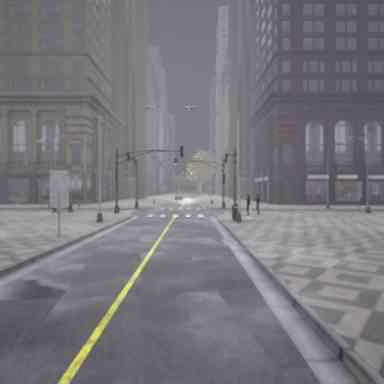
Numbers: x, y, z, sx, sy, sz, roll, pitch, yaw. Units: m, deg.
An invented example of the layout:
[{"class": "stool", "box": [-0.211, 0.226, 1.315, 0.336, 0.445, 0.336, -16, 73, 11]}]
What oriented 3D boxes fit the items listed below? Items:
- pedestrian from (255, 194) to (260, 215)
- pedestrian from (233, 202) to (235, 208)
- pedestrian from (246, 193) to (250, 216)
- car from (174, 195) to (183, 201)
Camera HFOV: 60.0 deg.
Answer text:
[{"class": "pedestrian", "box": [5.614, 1.038, 28.278, 0.375, 1.860, 0.375, 0, 0, 0]}, {"class": "pedestrian", "box": [3.644, 1.408, 28.879, 0.500, 1.100, 0.500, 0, 0, 0]}, {"class": "pedestrian", "box": [4.644, 1.036, 27.678, 0.375, 1.860, 0.375, 0, 0, 0]}, {"class": "car", "box": [-2.977, 1.272, 74.003, 2.033, 1.411, 5.357, 0, 0, 0]}]
